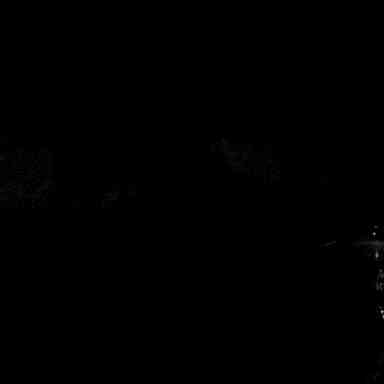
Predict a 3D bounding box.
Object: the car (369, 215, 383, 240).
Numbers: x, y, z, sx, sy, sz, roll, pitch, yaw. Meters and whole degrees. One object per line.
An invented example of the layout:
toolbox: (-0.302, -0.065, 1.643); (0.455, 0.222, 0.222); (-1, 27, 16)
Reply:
car: (10.596, 1.728, 17.110); (1.994, 1.385, 4.181); (0, -1, 40)
